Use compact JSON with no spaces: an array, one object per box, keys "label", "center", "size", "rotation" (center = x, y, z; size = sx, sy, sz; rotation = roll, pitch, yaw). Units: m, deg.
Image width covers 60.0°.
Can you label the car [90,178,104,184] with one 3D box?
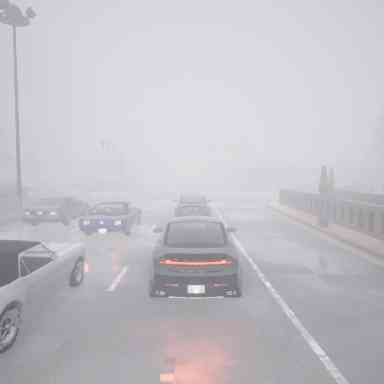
[{"label":"car","center":[-21.337,-2.530,74.743],"size":[1.895,1.301,4.718],"rotation":[0,3,0]}]

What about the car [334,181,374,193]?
[{"label":"car","center":[18.464,-0.474,38.782],"size":[5.008,1.535,1.882],"rotation":[0,3,2]}]

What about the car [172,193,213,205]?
[{"label":"car","center":[0.035,0.838,17.521],"size":[1.837,1.490,4.892],"rotation":[0,3,-1]}]

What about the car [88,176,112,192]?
[{"label":"car","center":[-12.680,-1.002,45.448],"size":[2.097,1.767,4.553],"rotation":[-1,4,-21]}]

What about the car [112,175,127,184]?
[{"label":"car","center":[-14.326,-1.945,63.118],"size":[1.882,1.535,5.008],"rotation":[0,3,0]}]

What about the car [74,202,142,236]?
[{"label":"car","center":[-3.457,1.078,15.051],"size":[1.895,1.301,4.718],"rotation":[0,3,0]}]

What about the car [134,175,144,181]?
[{"label":"car","center":[-14.409,-3.709,90.138],"size":[1.882,1.535,5.008],"rotation":[0,3,0]}]

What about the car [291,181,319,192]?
[{"label":"car","center":[15.021,-0.644,42.391],"size":[4.674,1.442,1.812],"rotation":[0,3,2]}]

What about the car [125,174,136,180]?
[{"label":"car","center":[-14.338,-2.911,74.903],"size":[2.150,2.045,5.566],"rotation":[0,3,0]}]

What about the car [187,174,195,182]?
[{"label":"car","center":[-0.407,-3.506,89.684],"size":[2.128,1.511,4.902],"rotation":[0,3,0]}]

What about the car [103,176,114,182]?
[{"label":"car","center":[-21.386,-3.239,85.187],"size":[1.812,1.442,4.674],"rotation":[0,3,0]}]

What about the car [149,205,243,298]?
[{"label":"car","center":[0.070,1.338,8.142],"size":[1.837,1.490,4.892],"rotation":[0,2,0]}]

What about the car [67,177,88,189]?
[{"label":"car","center":[-17.820,-1.216,51.866],"size":[1.812,1.442,4.674],"rotation":[0,3,0]}]

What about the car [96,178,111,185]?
[{"label":"car","center":[-17.801,-2.096,67.038],"size":[1.994,1.385,4.181],"rotation":[0,3,0]}]

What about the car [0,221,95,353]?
[{"label":"car","center":[-3.421,1.506,5.925],"size":[1.895,1.301,4.718],"rotation":[0,2,0]}]

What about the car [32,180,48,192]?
[{"label":"car","center":[-21.295,-0.853,45.071],"size":[1.882,1.535,5.008],"rotation":[0,3,0]}]

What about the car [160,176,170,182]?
[{"label":"car","center":[-7.401,-3.431,88.386],"size":[1.812,1.442,4.674],"rotation":[0,3,0]}]

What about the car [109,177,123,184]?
[{"label":"car","center":[-17.853,-2.812,78.239],"size":[2.128,1.511,4.902],"rotation":[0,3,0]}]

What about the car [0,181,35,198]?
[{"label":"car","center":[-17.737,0.004,32.075],"size":[2.033,1.411,5.357],"rotation":[0,3,0]}]

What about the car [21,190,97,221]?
[{"label":"car","center":[-6.968,0.868,17.683],"size":[2.033,1.411,5.357],"rotation":[0,3,0]}]

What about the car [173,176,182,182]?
[{"label":"car","center":[-3.901,-3.433,88.403],"size":[1.812,1.442,4.674],"rotation":[0,3,0]}]

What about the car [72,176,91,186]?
[{"label":"car","center":[-21.305,-2.147,64.376],"size":[2.097,1.767,4.553],"rotation":[0,4,0]}]
